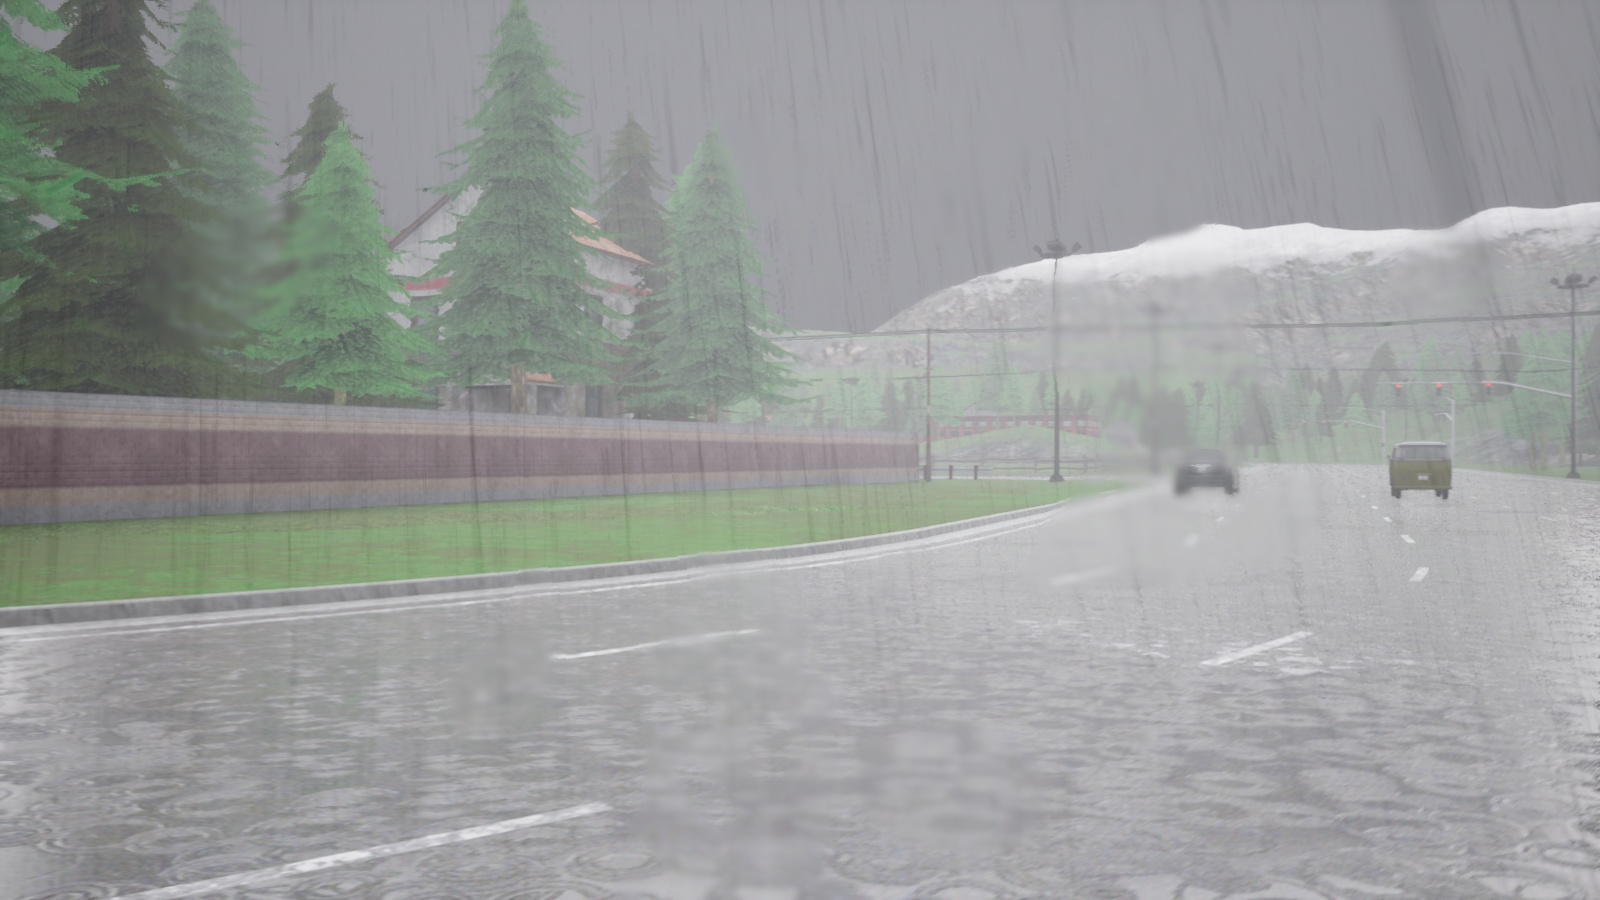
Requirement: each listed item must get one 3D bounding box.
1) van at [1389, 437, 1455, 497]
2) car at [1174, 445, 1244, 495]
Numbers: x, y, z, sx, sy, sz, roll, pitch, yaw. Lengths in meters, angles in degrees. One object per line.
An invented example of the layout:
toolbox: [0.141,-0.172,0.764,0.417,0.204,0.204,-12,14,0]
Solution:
van: [21.749,0.586,44.009,1.775,1.987,4.442,0,0,23]
car: [15.193,0.718,46.477,2.097,1.767,4.553,0,0,23]
